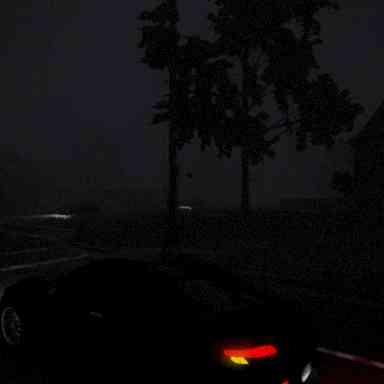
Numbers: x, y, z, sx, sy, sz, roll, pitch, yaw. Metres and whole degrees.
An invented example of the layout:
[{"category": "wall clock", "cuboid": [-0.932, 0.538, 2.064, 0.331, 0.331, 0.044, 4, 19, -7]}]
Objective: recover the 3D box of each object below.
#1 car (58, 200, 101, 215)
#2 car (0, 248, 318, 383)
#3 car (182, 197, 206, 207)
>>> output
[{"category": "car", "cuboid": [-11.113, 1.502, 33.138, 1.994, 1.385, 4.181, 0, 0, 34]}, {"category": "car", "cuboid": [-0.778, 1.519, 4.526, 4.674, 1.442, 1.812, 0, 0, 36]}, {"category": "car", "cuboid": [0.286, 1.501, 49.925, 1.994, 1.385, 4.181, 0, 0, 34]}]
